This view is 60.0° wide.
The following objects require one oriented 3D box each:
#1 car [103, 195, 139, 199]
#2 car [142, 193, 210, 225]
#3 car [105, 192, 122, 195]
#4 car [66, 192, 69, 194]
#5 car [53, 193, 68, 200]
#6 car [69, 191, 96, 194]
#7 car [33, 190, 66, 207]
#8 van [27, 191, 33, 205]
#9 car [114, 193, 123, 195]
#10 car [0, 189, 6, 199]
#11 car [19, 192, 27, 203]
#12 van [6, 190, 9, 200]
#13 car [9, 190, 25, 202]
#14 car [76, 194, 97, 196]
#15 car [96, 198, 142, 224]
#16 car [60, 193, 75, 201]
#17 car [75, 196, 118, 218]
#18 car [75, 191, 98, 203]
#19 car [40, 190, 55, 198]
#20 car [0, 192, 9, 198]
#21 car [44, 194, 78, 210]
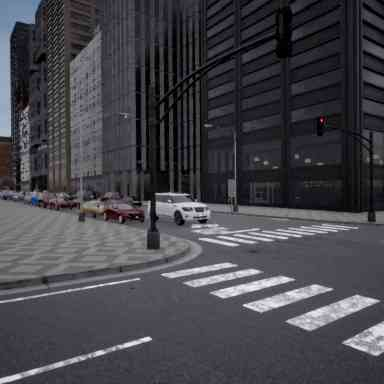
[{"bbox_3d":[-7.088,1.327,31.601,2.033,1.411,5.357,-1,1,-35],"label":"car"},{"bbox_3d":[-1.078,1.085,23.303,2.150,2.045,5.566,-1,1,-36],"label":"car"},{"bbox_3d":[-11.294,0.897,47.231,2.192,1.841,5.009,0,1,-36],"label":"car"},{"bbox_3d":[-21.904,0.828,57.301,2.097,1.767,4.553,-1,1,-36],"label":"car"},{"bbox_3d":[-27.806,0.852,69.997,1.887,1.381,4.507,0,1,-36],"label":"car"},{"bbox_3d":[-15.724,0.797,48.847,2.150,2.045,5.566,-1,1,-38],"label":"car"},{"bbox_3d":[-18.197,0.994,42.228,2.192,1.841,5.009,0,1,-36],"label":"car"},{"bbox_3d":[-21.499,0.968,46.782,1.690,1.788,3.998,0,1,-36],"label":"van"},{"bbox_3d":[-7.993,1.198,42.680,1.947,1.339,4.313,0,1,-36],"label":"car"},{"bbox_3d":[-38.011,0.661,69.546,2.192,1.841,5.009,0,1,-36],"label":"car"},{"bbox_3d":[-24.803,1.124,51.336,2.008,1.369,4.403,0,1,-36],"label":"car"},{"bbox_3d":[-34.708,0.745,64.994,1.690,1.788,3.998,0,1,-36],"label":"van"},{"bbox_3d":[-31.407,0.901,60.442,1.967,1.590,4.097,0,1,-36],"label":"car"},{"bbox_3d":[-12.979,1.257,39.748,1.994,1.385,4.181,-1,1,-35],"label":"car"},{"bbox_3d":[-4.987,1.415,24.017,1.887,1.381,4.507,0,1,-36],"label":"car"},{"bbox_3d":[-24.504,0.946,65.445,1.802,1.307,4.206,0,1,-36],"label":"car"},{"bbox_3d":[-8.190,1.352,28.432,1.752,1.417,4.829,0,1,-36],"label":"car"},{"bbox_3d":[-17.898,0.791,56.337,2.192,1.841,5.009,0,1,-36],"label":"car"},{"bbox_3d":[-34.409,0.507,79.101,2.192,1.841,5.009,0,1,-36],"label":"car"},{"bbox_3d":[-44.616,0.775,78.654,1.887,1.381,4.507,0,1,-36],"label":"car"},{"bbox_3d":[-14.895,1.274,37.676,1.887,1.381,4.507,0,1,-36],"label":"car"}]
